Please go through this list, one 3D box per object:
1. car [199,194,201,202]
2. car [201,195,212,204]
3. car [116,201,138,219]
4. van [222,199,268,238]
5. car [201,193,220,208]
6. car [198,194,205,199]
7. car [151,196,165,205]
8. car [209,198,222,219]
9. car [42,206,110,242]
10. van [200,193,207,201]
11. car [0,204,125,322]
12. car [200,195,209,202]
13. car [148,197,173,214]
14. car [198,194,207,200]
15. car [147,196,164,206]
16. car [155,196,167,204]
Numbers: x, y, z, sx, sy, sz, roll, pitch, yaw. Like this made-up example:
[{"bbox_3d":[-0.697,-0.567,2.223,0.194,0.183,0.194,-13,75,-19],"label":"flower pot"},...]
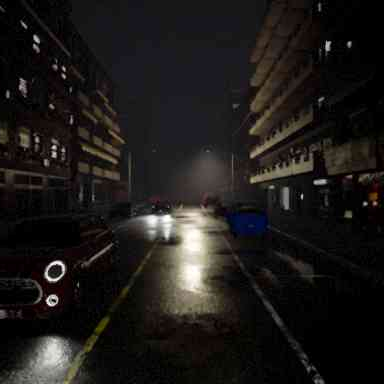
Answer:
[{"bbox_3d":[2.688,1.156,50.321,2.192,1.841,5.009,1,0,0],"label":"car"},{"bbox_3d":[2.681,1.331,61.634,1.752,1.417,4.829,1,0,0],"label":"car"},{"bbox_3d":[-5.688,1.476,28.075,1.947,1.339,4.313,1,0,0],"label":"car"},{"bbox_3d":[2.698,1.287,16.897,1.690,1.788,3.998,1,0,0],"label":"van"},{"bbox_3d":[2.690,1.173,44.751,2.192,1.841,5.009,1,0,0],"label":"car"},{"bbox_3d":[2.670,1.229,95.061,1.752,1.417,4.829,1,0,0],"label":"car"},{"bbox_3d":[-5.698,1.405,55.931,1.802,1.307,4.206,1,0,0],"label":"car"},{"bbox_3d":[2.692,1.455,28.038,1.887,1.381,4.507,1,0,0],"label":"car"},{"bbox_3d":[-5.684,1.512,16.934,1.947,1.339,4.313,1,0,0],"label":"car"},{"bbox_3d":[2.678,1.096,78.177,1.690,1.788,3.998,1,0,0],"label":"van"},{"bbox_3d":[-3.093,1.327,7.494,2.097,1.767,4.553,0,0,0],"label":"car"},{"bbox_3d":[2.677,1.317,72.608,1.887,1.381,4.507,1,0,0],"label":"car"},{"bbox_3d":[-3.012,1.491,34.210,1.895,1.301,4.718,0,0,0],"label":"car"},{"bbox_3d":[2.673,1.289,83.749,2.008,1.369,4.403,1,0,0],"label":"car"},{"bbox_3d":[-5.696,1.385,50.360,1.887,1.381,4.507,1,0,0],"label":"car"},{"bbox_3d":[-5.700,1.388,61.502,1.802,1.307,4.206,1,0,0],"label":"car"}]
